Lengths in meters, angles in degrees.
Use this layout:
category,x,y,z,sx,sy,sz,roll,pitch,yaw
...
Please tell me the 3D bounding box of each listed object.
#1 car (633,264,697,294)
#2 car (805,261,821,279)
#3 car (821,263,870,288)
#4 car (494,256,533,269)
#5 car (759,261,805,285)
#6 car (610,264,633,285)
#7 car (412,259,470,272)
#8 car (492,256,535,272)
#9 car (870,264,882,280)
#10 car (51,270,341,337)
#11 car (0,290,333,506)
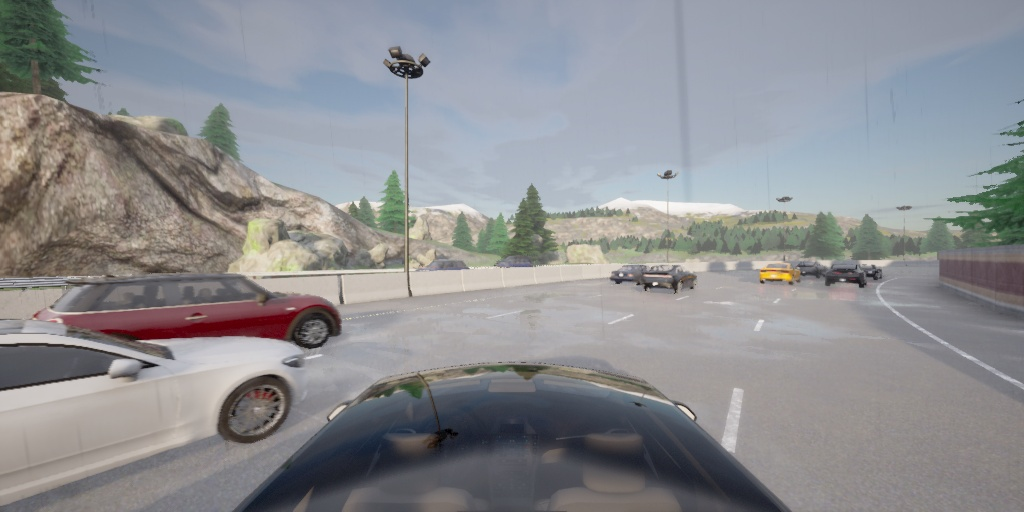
category,x,y,z,sx,sy,sz,roll,pitch,yaw
car,9.056,1.242,20.462,2.128,1.511,4.902,0,0,41
car,27.685,1.242,33.218,4.902,1.511,2.128,0,0,-39
car,22.480,1.255,24.110,4.892,1.490,1.837,0,0,-43
car,0.194,1.102,41.807,4.553,1.767,2.097,0,0,-44
car,19.747,1.228,26.340,5.008,1.535,1.882,0,0,-44
car,8.968,1.297,25.580,2.033,1.411,5.357,0,0,44
car,-5.100,1.102,25.779,2.097,1.767,4.553,0,0,41
car,0.256,0.971,46.746,5.566,2.045,2.150,0,0,-43
car,30.418,1.351,30.946,4.718,1.301,1.895,0,0,-39
car,-5.839,1.103,7.036,2.097,1.767,4.553,0,0,34
car,-4.311,1.275,3.038,1.812,1.442,4.674,0,0,33
